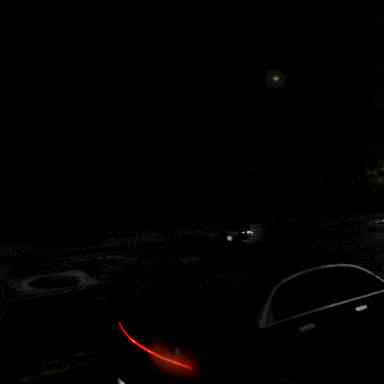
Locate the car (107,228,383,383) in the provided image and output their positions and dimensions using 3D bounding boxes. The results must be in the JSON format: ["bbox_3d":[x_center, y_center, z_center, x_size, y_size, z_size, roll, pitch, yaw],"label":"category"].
[{"bbox_3d":[1.362,1.510,4.415,4.892,1.490,1.837,-1,0,-35],"label":"car"}]

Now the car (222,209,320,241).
[{"bbox_3d":[3.430,1.496,14.108,4.902,1.511,2.128,0,0,-35],"label":"car"}]
